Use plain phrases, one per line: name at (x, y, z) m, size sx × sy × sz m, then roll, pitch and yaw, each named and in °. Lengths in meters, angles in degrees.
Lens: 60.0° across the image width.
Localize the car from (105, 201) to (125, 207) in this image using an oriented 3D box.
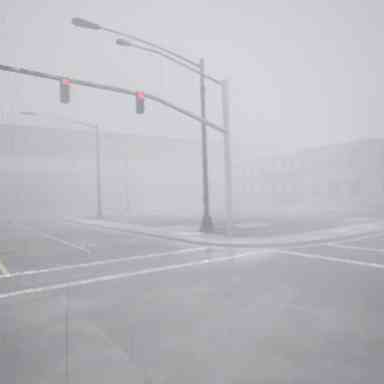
car at (-18.373, 3.021, 83.000) m, size 4.974 × 1.542 × 2.038 m, roll -2°, pitch -1°, yaw 27°

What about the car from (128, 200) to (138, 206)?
car at (-14.653, 2.740, 83.002) m, size 1.853 × 1.218 × 4.536 m, roll -2°, pitch -1°, yaw -3°

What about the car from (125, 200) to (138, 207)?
car at (-14.644, 2.897, 82.948) m, size 2.038 × 1.542 × 4.974 m, roll -2°, pitch -1°, yaw -3°

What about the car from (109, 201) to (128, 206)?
car at (-18.424, 2.865, 83.024) m, size 4.536 × 1.218 × 1.853 m, roll -2°, pitch -1°, yaw 27°
